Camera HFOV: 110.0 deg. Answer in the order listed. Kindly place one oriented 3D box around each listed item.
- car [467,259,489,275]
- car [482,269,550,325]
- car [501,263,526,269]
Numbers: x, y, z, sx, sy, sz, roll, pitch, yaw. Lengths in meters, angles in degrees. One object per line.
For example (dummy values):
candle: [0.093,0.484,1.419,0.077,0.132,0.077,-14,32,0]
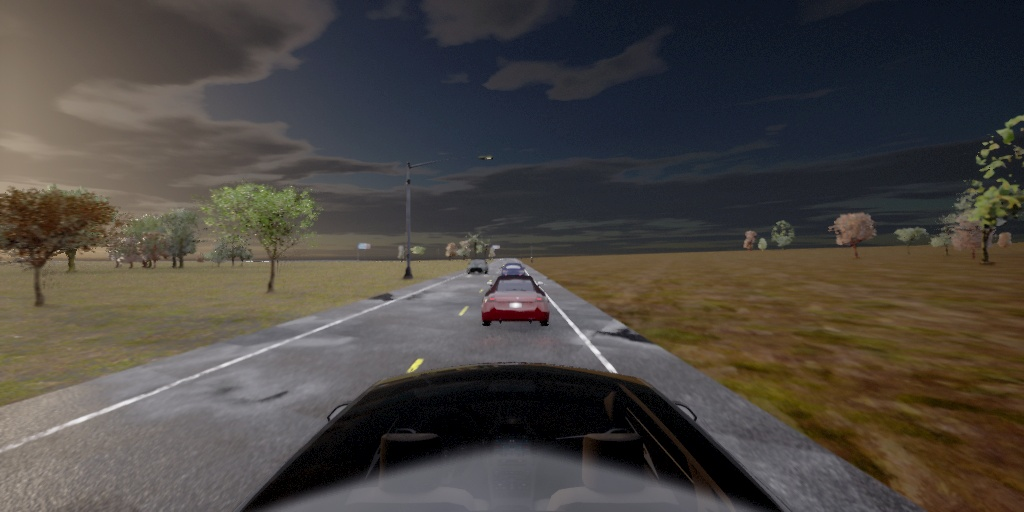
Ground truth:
car: [-3.595,1.091,38.484,2.097,1.767,4.553,0,0,0]
car: [0.100,1.311,11.765,1.994,1.385,4.181,0,0,0]
car: [0.097,1.268,28.320,1.812,1.442,4.674,0,0,0]
